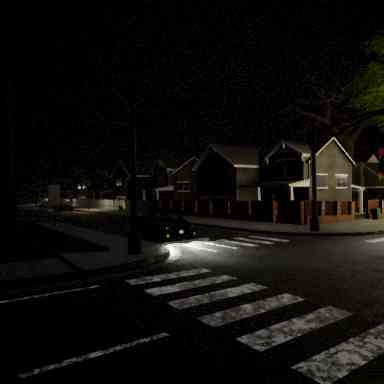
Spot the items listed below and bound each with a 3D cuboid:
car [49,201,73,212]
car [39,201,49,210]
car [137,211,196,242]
[{"bbox_3d":[-18.253,1.985,47.015,2.128,1.511,4.902,-1,0,-34],"label":"car"},{"bbox_3d":[-24.230,2.187,55.544,1.994,1.385,4.181,-1,0,-35],"label":"car"},{"bbox_3d":[-1.509,1.731,17.552,1.994,1.385,4.181,-1,0,-31],"label":"car"}]
